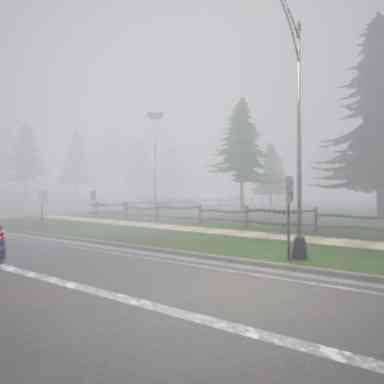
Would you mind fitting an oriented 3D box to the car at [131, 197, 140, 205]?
[{"bbox_3d":[-8.907,1.582,59.938,2.128,1.511,4.902,0,0,36],"label":"car"}]

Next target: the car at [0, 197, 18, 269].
[{"bbox_3d":[-7.248,1.243,9.124,5.566,2.045,2.150,-1,0,36],"label":"car"}]

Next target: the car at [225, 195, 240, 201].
[{"bbox_3d":[8.315,1.287,66.091,1.837,1.490,4.892,0,0,35],"label":"car"}]

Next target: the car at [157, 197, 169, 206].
[{"bbox_3d":[-3.356,1.641,55.703,1.994,1.385,4.181,0,0,35],"label":"car"}]

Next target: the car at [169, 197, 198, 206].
[{"bbox_3d":[-1.027,1.546,52.947,1.882,1.535,5.008,0,0,35],"label":"car"}]

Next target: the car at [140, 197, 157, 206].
[{"bbox_3d":[-6.039,1.631,57.948,2.033,1.411,5.357,0,0,36],"label":"car"}]
